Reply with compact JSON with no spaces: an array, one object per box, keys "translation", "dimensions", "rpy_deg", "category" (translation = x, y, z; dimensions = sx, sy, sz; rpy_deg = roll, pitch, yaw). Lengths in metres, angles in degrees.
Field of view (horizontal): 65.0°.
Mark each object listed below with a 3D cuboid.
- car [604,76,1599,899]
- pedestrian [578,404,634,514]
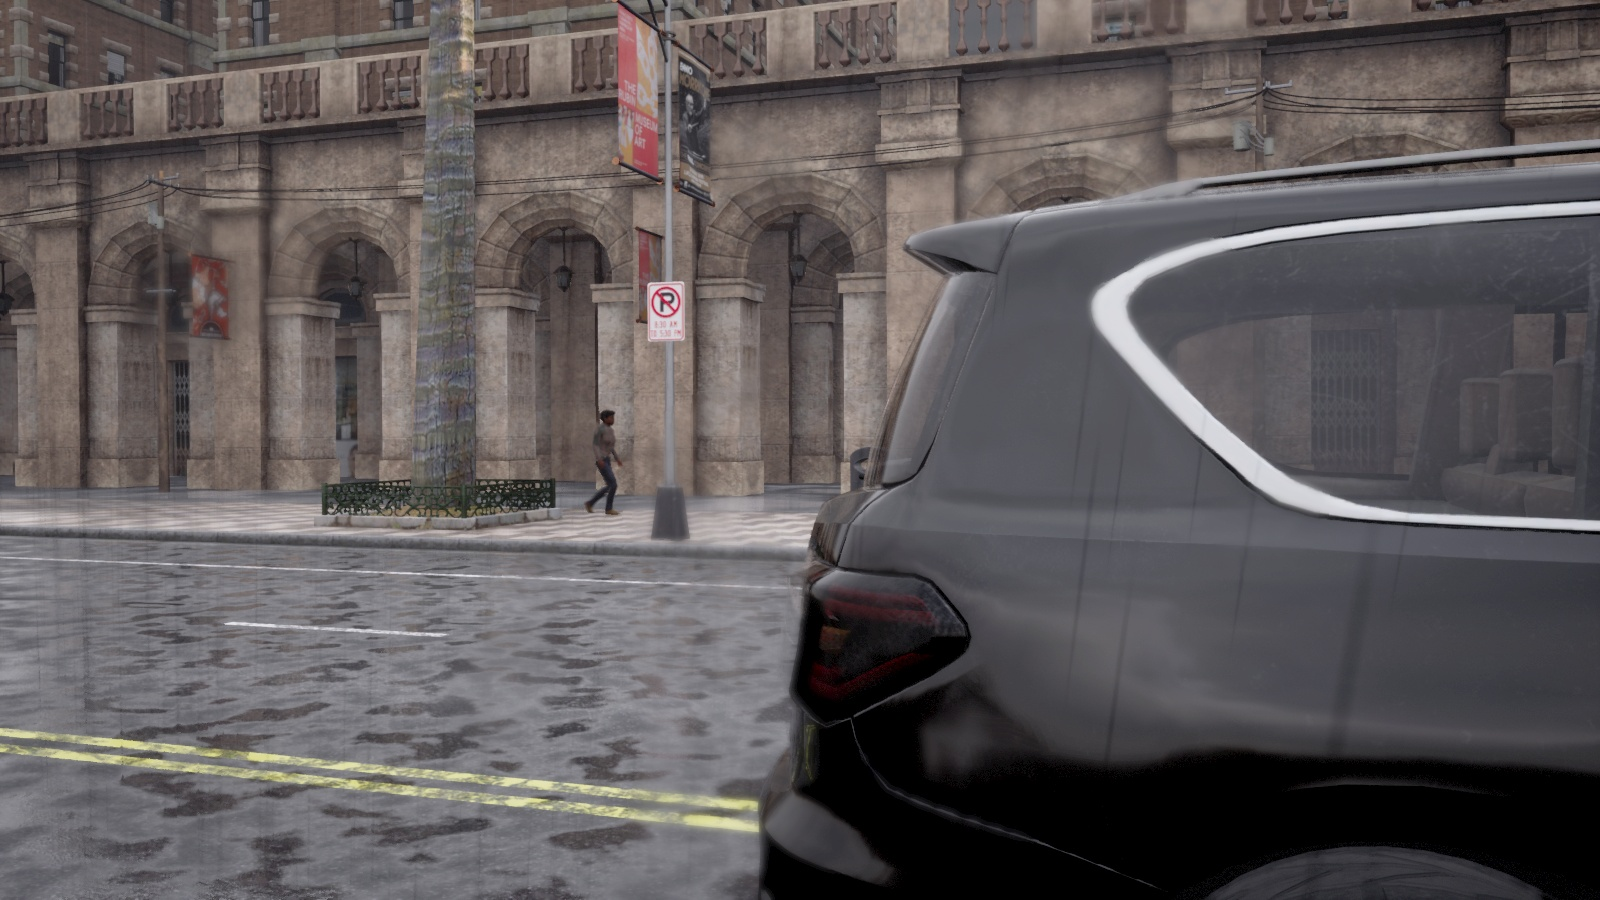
[{"translation":[2.642,0.519,2.301],"dimensions":[5.566,2.045,2.150],"rpy_deg":[1,1,19],"category":"car"},{"translation":[-3.233,0.136,20.914],"dimensions":[0.869,1.805,0.328],"rpy_deg":[1,1,18],"category":"pedestrian"}]
